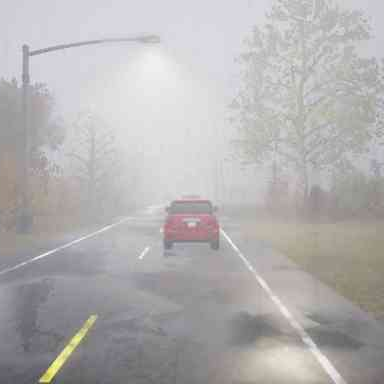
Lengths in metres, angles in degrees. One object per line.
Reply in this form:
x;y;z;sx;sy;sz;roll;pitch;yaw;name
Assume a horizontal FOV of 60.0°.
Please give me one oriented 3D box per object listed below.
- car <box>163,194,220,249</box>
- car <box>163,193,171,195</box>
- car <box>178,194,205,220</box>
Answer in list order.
-0.017;1.256;14.685;2.150;2.045;5.566;0;0;0;car
-5.669;1.164;77.201;2.150;2.045;5.566;0;0;-8;car
-0.078;1.256;29.689;2.150;2.045;5.566;0;0;0;car
